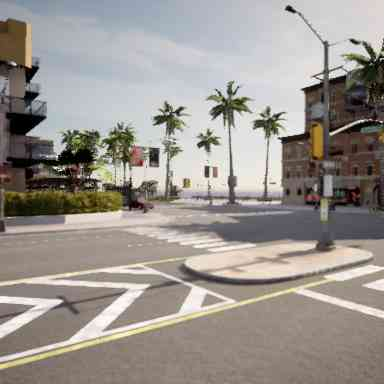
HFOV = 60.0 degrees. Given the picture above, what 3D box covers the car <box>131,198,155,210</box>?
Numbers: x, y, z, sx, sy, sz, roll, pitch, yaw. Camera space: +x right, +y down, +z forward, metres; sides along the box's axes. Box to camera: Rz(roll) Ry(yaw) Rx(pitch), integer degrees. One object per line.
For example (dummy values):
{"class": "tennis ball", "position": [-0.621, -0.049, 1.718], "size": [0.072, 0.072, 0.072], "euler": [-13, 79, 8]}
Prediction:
{"class": "car", "position": [-6.676, 1.520, 43.447], "size": [1.882, 1.535, 5.008], "euler": [0, 0, -35]}
